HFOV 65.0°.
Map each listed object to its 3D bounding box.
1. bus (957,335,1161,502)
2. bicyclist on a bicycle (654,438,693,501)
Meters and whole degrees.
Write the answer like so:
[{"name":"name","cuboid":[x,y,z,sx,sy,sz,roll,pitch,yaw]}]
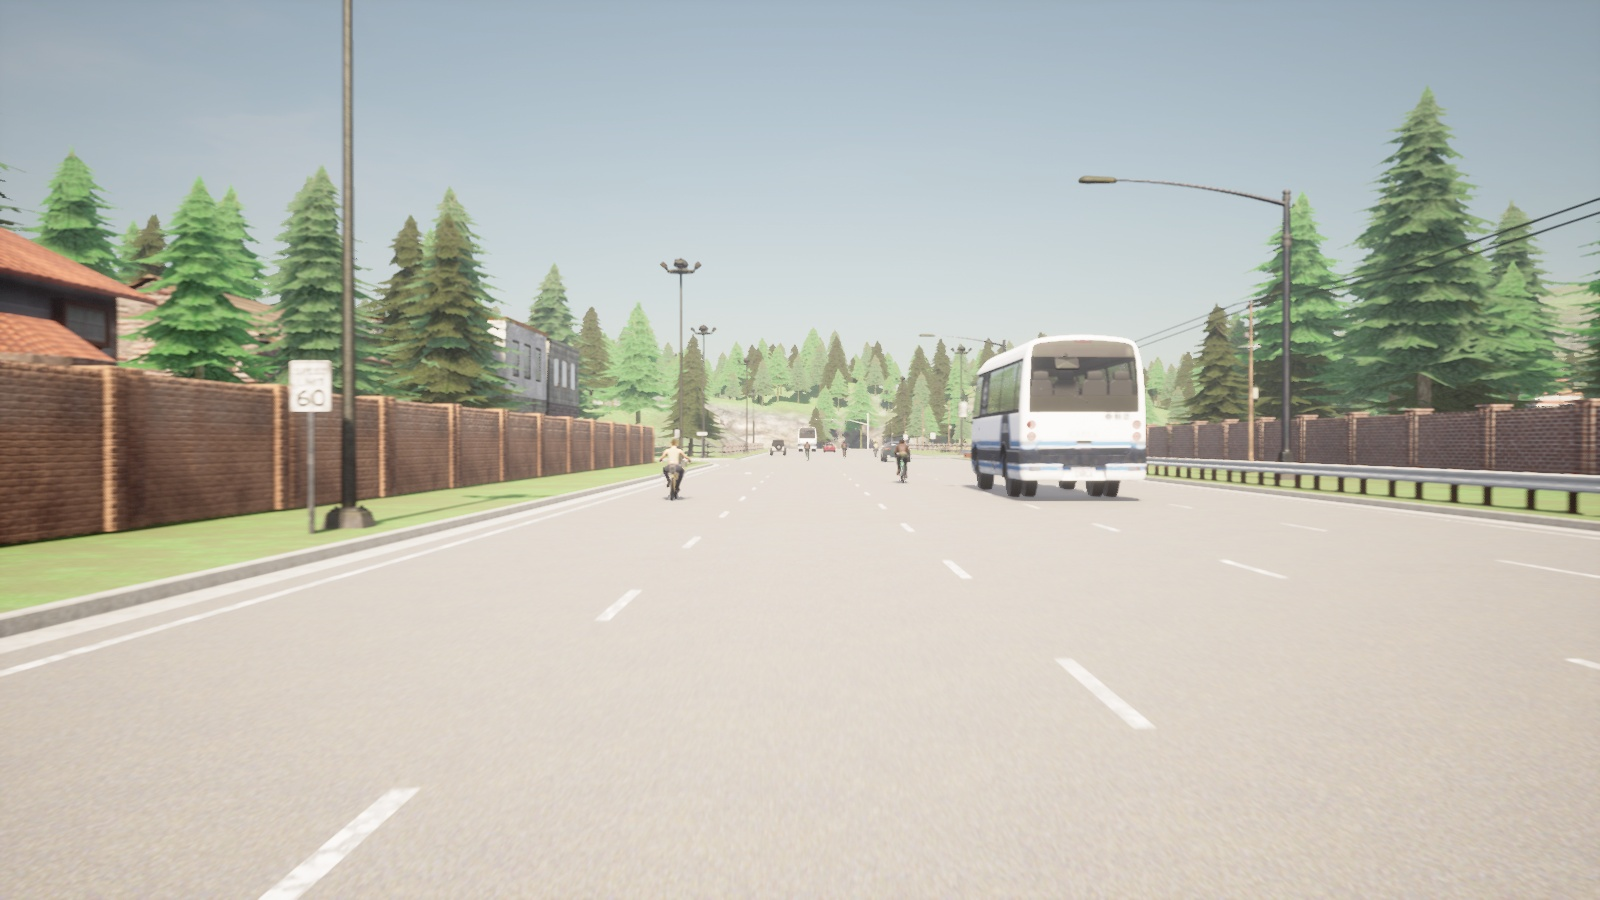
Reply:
[{"name":"bus","cuboid":[7.227,-0.831,37.066,3.944,4.253,10.273,0,0,0]},{"name":"bicyclist on a bicycle","cuboid":[-3.294,0.498,32.750,0.866,1.612,1.509,0,0,0]}]
